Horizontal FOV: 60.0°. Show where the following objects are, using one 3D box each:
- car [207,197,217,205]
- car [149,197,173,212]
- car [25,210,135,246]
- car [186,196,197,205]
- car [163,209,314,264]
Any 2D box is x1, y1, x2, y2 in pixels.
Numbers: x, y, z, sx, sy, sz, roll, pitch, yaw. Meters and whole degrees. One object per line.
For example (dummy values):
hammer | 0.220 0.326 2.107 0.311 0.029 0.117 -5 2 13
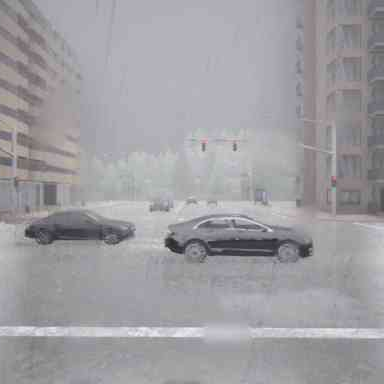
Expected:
car | 3.700 1.547 60.823 2.033 1.411 5.357 0 0 4
car | -3.627 1.352 38.321 2.097 1.767 4.553 0 0 0
car | -4.864 1.526 14.724 4.674 1.442 1.812 0 0 0
car | -0.044 1.526 60.052 1.812 1.442 4.674 0 0 0
car | 1.500 1.491 11.158 4.902 1.511 2.128 0 0 1
